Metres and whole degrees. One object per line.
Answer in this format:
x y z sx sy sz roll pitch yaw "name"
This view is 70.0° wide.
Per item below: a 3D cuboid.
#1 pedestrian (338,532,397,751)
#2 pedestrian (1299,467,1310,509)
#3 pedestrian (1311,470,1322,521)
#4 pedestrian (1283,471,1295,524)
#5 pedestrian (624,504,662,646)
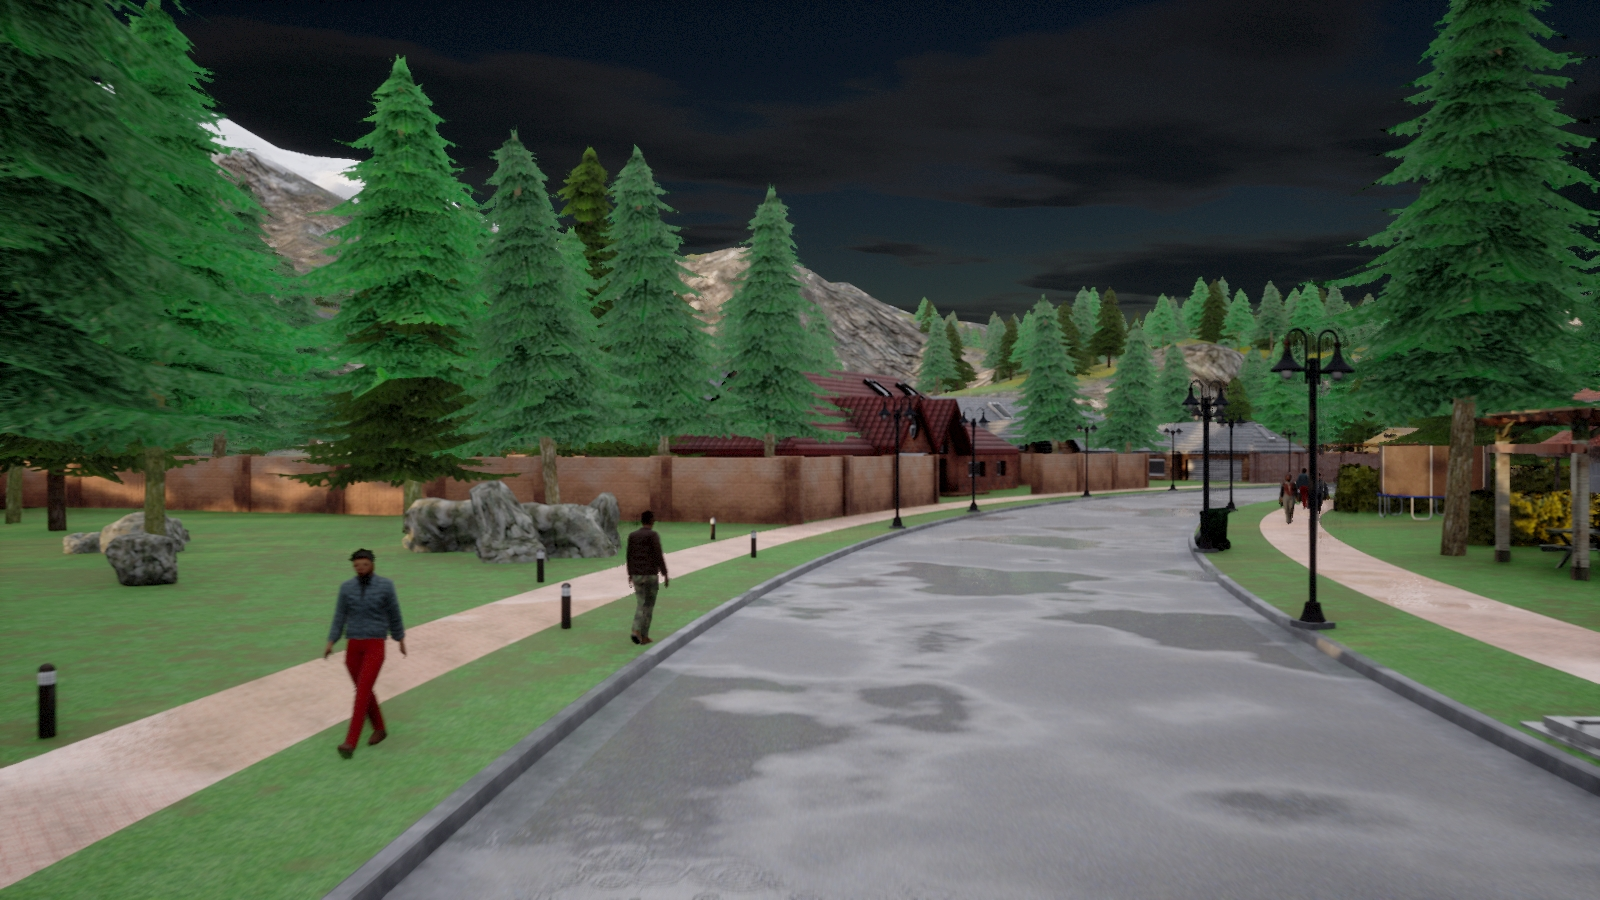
-3.792 1.666 10.032 0.375 1.860 0.375 0 0 -1 "pedestrian"
22.282 1.670 50.471 0.375 1.860 0.375 0 0 30 "pedestrian"
19.091 1.669 42.230 0.375 1.860 0.375 0 0 25 "pedestrian"
17.351 1.669 40.549 0.375 1.860 0.375 0 0 24 "pedestrian"
-2.111 1.664 15.375 0.375 1.860 0.375 0 0 24 "pedestrian"
